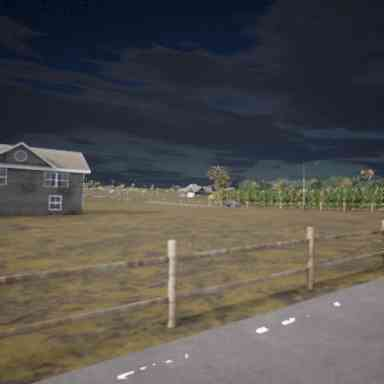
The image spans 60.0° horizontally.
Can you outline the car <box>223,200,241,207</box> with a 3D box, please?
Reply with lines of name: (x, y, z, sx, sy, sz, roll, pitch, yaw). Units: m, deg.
car: (8.119, 2.426, 68.845, 2.097, 1.767, 4.553, 3, -2, -35)
